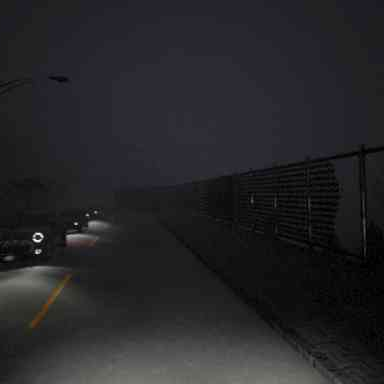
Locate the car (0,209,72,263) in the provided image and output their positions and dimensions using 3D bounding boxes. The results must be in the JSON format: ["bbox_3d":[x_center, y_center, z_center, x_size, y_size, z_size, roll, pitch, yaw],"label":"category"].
[{"bbox_3d":[-6.338,1.579,12.987,2.097,1.767,4.553,-2,0,-10],"label":"car"}]

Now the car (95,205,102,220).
[{"bbox_3d":[-9.916,1.968,32.445,1.895,1.301,4.718,-2,0,-11],"label":"car"}]

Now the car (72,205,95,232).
[{"bbox_3d":[-8.057,1.842,22.299,2.033,1.411,5.357,-2,0,-10],"label":"car"}]
